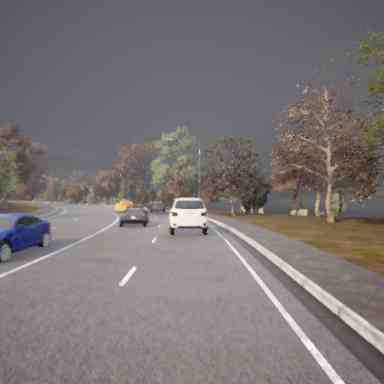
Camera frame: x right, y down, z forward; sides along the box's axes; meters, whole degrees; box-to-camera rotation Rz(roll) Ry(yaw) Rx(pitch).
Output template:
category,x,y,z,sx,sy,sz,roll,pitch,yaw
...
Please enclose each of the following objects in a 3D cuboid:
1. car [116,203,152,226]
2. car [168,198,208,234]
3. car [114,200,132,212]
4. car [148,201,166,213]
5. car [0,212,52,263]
category,x,y,z,sx,sy,sz,roll,pitch,yaw
car,-4.275,1.747,24.955,1.994,1.385,4.181,0,-1,-6
car,-0.293,1.382,20.485,2.150,2.045,5.566,0,-1,-4
car,-8.503,1.773,41.726,1.882,1.535,5.008,2,-1,-22
car,-4.636,1.849,41.392,2.128,1.511,4.902,1,-1,-19
car,-7.064,1.565,12.557,1.882,1.535,5.008,0,-1,0
